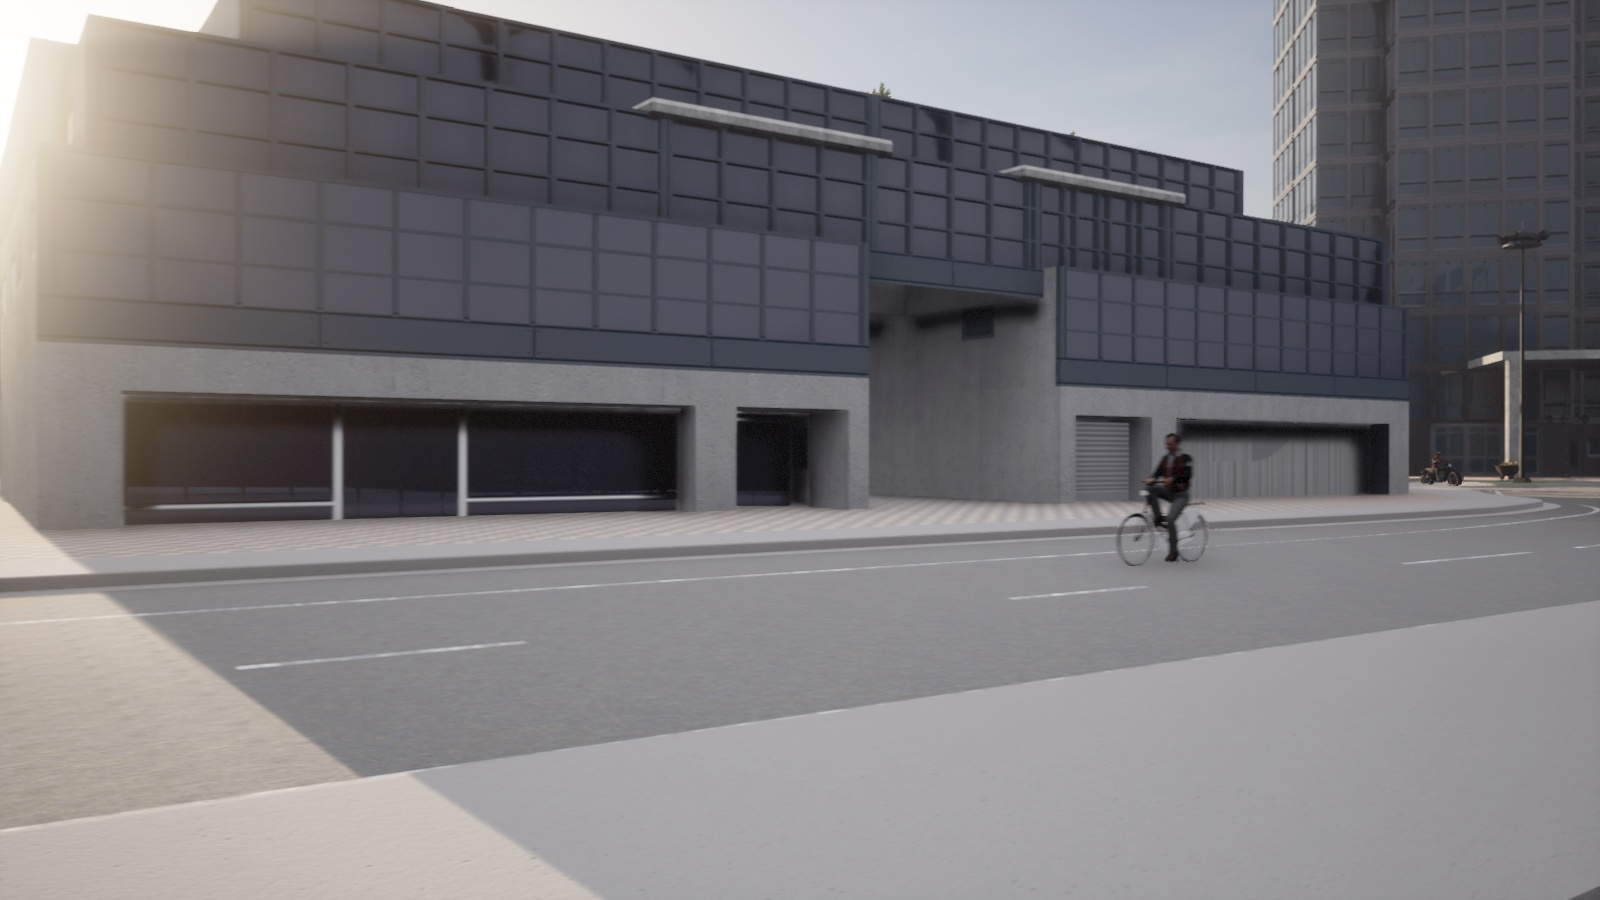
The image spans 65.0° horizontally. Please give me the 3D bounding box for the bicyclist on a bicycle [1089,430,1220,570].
[{"bbox_3d":[4.733,0.642,16.714,1.843,1.776,0.659,0,0,-35],"label":"bicyclist on a bicycle"}]

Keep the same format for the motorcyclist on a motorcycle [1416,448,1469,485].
[{"bbox_3d":[29.674,0.756,58.026,0.766,1.649,2.350,-1,0,-16],"label":"motorcyclist on a motorcycle"}]
